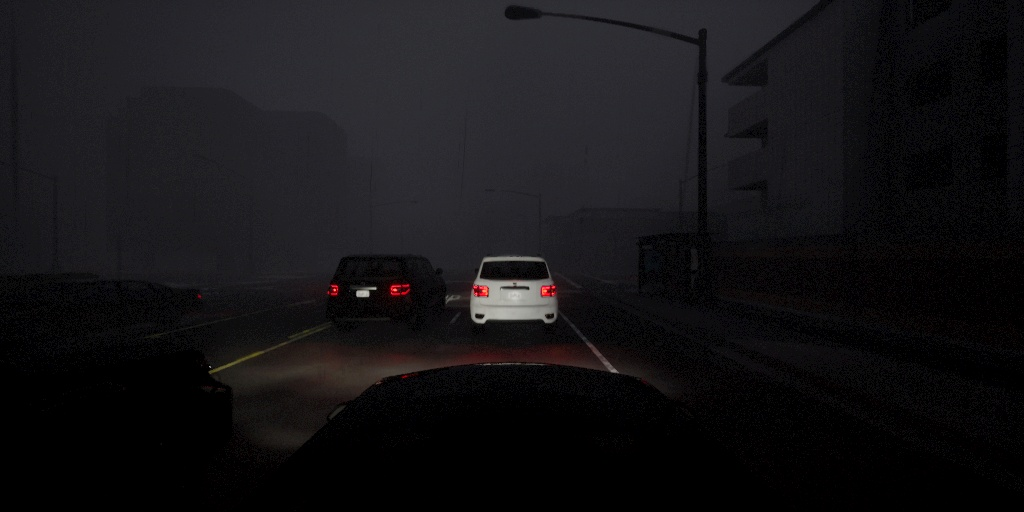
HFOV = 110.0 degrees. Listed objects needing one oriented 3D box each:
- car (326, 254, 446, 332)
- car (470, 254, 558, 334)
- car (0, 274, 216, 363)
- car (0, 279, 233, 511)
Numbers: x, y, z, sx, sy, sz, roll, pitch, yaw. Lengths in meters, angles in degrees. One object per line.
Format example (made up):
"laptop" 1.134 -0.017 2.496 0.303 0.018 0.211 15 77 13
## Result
"car" -3.472 0.967 10.958 2.150 2.045 5.566 0 0 -1
"car" 0.026 0.967 10.756 2.150 2.045 5.566 0 0 -1
"car" -10.615 1.294 8.944 2.033 1.411 5.357 0 0 0
"car" -3.409 0.972 0.596 2.150 2.045 5.566 0 0 0
